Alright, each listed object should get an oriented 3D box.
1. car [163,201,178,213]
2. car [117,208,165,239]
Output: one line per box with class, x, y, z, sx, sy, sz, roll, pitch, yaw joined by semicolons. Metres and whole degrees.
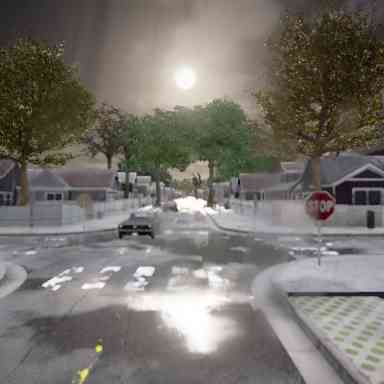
car;-2.822;1.903;44.131;1.882;1.535;5.008;0;0;0
car;-2.780;1.772;18.410;1.895;1.301;4.718;0;-1;0
